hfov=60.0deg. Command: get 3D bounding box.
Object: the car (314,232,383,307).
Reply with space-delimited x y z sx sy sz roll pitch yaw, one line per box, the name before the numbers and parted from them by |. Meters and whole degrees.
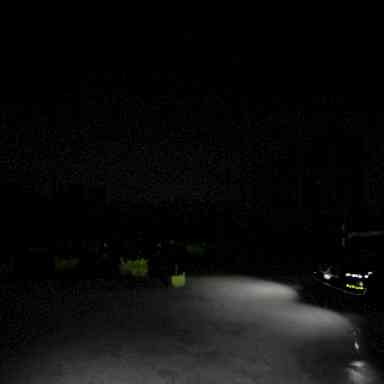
car | 5.308 1.667 7.854 4.892 1.490 1.837 2 0 -14
